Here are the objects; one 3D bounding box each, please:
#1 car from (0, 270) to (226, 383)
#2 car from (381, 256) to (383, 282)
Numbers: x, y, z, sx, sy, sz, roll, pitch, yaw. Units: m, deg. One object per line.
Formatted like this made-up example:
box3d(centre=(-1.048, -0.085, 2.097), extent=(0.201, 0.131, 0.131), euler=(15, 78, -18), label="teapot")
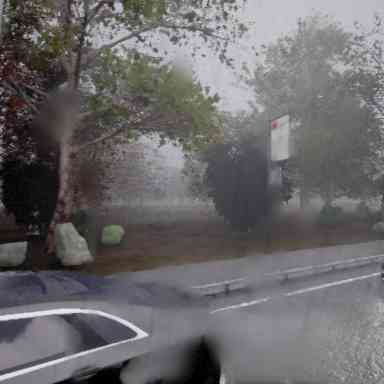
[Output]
box3d(centre=(-1.984, 1.476, 2.428), extent=(4.902, 1.511, 2.128), euler=(0, 0, -35), label="car")
box3d(centre=(6.614, 1.529, 8.135), extent=(4.902, 1.511, 2.128), euler=(0, 0, -32), label="car")
